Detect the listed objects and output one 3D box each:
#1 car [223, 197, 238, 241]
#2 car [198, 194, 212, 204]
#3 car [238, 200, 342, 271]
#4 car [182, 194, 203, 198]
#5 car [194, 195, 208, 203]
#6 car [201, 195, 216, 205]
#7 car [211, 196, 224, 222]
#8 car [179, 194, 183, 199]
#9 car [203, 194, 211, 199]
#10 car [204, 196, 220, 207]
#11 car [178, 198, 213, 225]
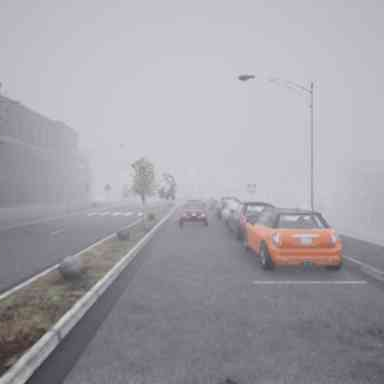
[{"bbox_3d":[2.997,1.263,16.381,2.185,1.767,4.553,0,0,0],"label":"car"},{"bbox_3d":[2.296,1.204,60.617,2.185,1.767,4.553,0,0,-4],"label":"car"},{"bbox_3d":[2.997,1.290,10.861,2.185,1.767,4.553,0,0,0],"label":"car"},{"bbox_3d":[0.078,1.320,41.085,1.837,1.490,4.892,0,1,-1],"label":"car"},{"bbox_3d":[1.800,1.374,66.323,2.163,1.488,4.792,0,0,-5],"label":"car"},{"bbox_3d":[2.644,1.315,55.103,2.097,1.535,5.008,0,0,-2],"label":"car"},{"bbox_3d":[2.997,1.217,27.551,2.185,1.767,4.553,0,0,0],"label":"car"},{"bbox_3d":[-1.250,1.216,88.295,2.435,2.045,5.566,0,-1,-10],"label":"car"},{"bbox_3d":[2.989,1.292,44.013,2.231,1.521,4.892,0,0,0],"label":"car"},{"bbox_3d":[2.876,1.341,49.560,2.002,1.452,4.674,0,0,-1],"label":"car"},{"bbox_3d":[0.129,1.422,22.899,2.033,1.411,5.357,1,0,1],"label":"car"}]
